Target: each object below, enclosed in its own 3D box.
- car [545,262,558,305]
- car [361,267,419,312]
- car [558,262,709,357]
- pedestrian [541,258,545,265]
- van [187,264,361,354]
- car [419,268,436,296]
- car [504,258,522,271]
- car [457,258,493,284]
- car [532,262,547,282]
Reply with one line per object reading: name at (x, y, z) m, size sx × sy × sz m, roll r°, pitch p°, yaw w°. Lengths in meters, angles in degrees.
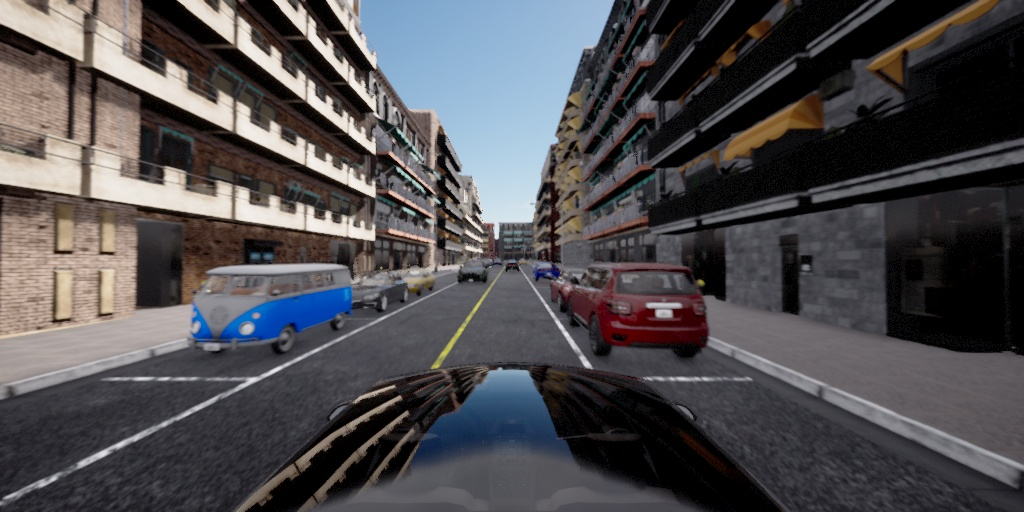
car at (2.568, 1.184, 14.037) m, size 1.967 × 1.591 × 4.097 m, roll 0°, pitch 0°, yaw 0°
car at (-5.313, 1.295, 14.003) m, size 2.007 × 1.370 × 4.403 m, roll 0°, pitch 0°, yaw 0°
car at (2.567, 1.058, 8.473) m, size 2.192 × 1.841 × 5.009 m, roll 0°, pitch 0°, yaw 0°
pedestrian at (2.753, 1.054, 32.458) m, size 0.375 × 1.860 × 0.375 m, roll 1°, pitch -1°, yaw 0°
van at (-5.314, 1.084, 8.439) m, size 1.690 × 1.789 × 3.998 m, roll 0°, pitch 0°, yaw 0°
car at (-5.313, 1.272, 19.395) m, size 1.751 × 1.417 × 4.829 m, roll 0°, pitch 0°, yaw 0°
car at (0.055, 1.284, 48.696) m, size 1.837 × 1.490 × 4.892 m, roll 0°, pitch 0°, yaw 0°
car at (-2.843, 1.106, 27.124) m, size 2.097 × 1.767 × 4.553 m, roll 0°, pitch 0°, yaw 0°
car at (2.752, 1.235, 29.440) m, size 1.882 × 1.535 × 5.008 m, roll 0°, pitch 0°, yaw 0°
